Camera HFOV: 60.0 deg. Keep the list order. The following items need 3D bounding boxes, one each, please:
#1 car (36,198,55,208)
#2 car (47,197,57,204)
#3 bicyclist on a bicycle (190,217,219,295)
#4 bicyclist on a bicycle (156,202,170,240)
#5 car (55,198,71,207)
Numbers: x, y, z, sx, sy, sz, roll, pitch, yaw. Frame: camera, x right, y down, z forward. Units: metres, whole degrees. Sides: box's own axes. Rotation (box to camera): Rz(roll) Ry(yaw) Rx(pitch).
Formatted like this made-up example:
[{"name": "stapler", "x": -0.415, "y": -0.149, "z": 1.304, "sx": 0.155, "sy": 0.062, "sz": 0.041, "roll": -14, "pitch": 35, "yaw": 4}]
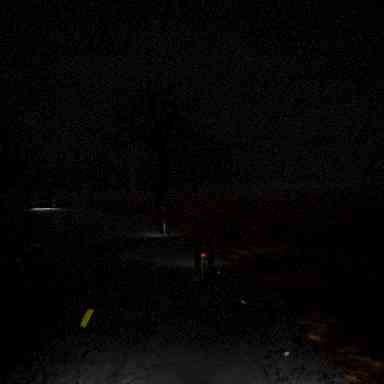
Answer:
[{"name": "car", "x": -21.680, "y": 1.665, "z": 48.657, "sx": 1.994, "sy": 1.385, "sz": 4.181, "roll": 0, "pitch": 0, "yaw": -28}, {"name": "car", "x": -28.955, "y": 1.788, "z": 68.835, "sx": 1.895, "sy": 1.301, "sz": 4.718, "roll": 0, "pitch": 0, "yaw": -24}, {"name": "bicyclist on a bicycle", "x": 0.234, "y": 1.425, "z": 7.699, "sx": 0.582, "sy": 1.620, "sz": 1.656, "roll": 0, "pitch": 0, "yaw": -4}, {"name": "bicyclist on a bicycle", "x": -1.384, "y": 1.350, "z": 15.670, "sx": 0.659, "sy": 1.776, "sz": 1.843, "roll": 0, "pitch": 0, "yaw": -11}, {"name": "car", "x": -20.750, "y": 1.714, "z": 53.580, "sx": 1.895, "sy": 1.301, "sz": 4.718, "roll": 0, "pitch": 0, "yaw": -29}]
